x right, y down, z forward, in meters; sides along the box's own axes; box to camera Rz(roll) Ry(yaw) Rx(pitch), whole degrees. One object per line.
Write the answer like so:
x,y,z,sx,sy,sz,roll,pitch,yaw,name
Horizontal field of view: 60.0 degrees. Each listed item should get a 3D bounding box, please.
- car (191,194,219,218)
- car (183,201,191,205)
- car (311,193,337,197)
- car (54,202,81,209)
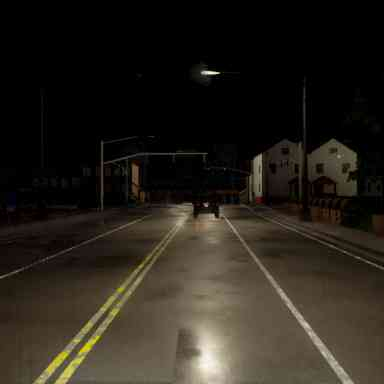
1.285,1.221,30.007,2.150,2.045,5.566,0,0,2,car
-0.831,2.597,66.402,1.812,1.442,4.674,0,-9,3,car
19.173,1.222,49.990,5.566,2.045,2.150,0,0,2,car
-18.068,2.053,47.338,4.181,1.385,1.994,-4,0,2,car
